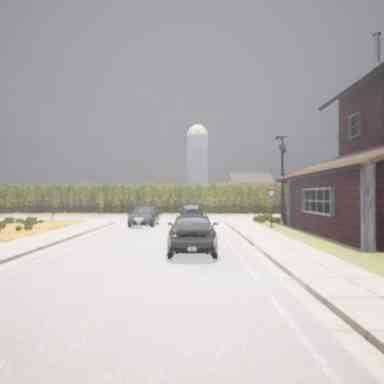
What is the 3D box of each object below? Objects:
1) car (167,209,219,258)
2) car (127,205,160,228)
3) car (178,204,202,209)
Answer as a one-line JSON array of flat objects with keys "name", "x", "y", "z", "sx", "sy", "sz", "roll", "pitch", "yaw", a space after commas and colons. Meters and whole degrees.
[{"name": "car", "x": 0.026, "y": 1.657, "z": 13.479, "sx": 1.837, "sy": 1.490, "sz": 4.892, "roll": 0, "pitch": 0, "yaw": 0}, {"name": "car", "x": -3.513, "y": 1.764, "z": 24.554, "sx": 2.128, "sy": 1.511, "sz": 4.902, "roll": 0, "pitch": -1, "yaw": 1}, {"name": "car", "x": -0.124, "y": 1.799, "z": 28.702, "sx": 1.882, "sy": 1.535, "sz": 5.008, "roll": 0, "pitch": -1, "yaw": -3}]
